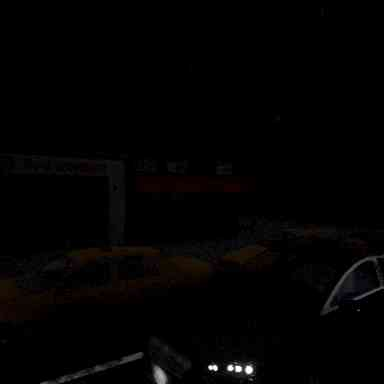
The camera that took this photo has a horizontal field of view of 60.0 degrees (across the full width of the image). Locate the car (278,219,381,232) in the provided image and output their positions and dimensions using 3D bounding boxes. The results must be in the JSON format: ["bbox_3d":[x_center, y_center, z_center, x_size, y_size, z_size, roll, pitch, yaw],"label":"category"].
[{"bbox_3d":[2.823,1.543,8.774,4.829,1.417,1.752,0,0,-35],"label":"car"}]

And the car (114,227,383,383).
[{"bbox_3d":[1.699,1.501,4.588,4.902,1.511,2.128,0,0,-35],"label":"car"}]

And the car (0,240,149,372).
[{"bbox_3d":[-1.735,1.529,5.527,4.829,1.417,1.752,0,0,-35],"label":"car"}]

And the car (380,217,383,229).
[{"bbox_3d":[7.518,1.576,12.119,4.507,1.381,1.887,0,0,-35],"label":"car"}]
